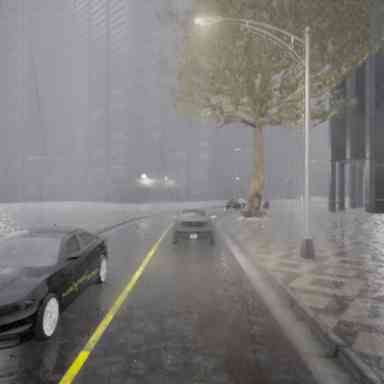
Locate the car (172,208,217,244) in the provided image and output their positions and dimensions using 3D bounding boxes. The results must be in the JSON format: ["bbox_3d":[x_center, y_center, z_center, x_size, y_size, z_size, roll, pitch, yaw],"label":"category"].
[{"bbox_3d":[0.114,1.533,15.887,1.837,1.490,4.892,0,1,1],"label":"car"}]

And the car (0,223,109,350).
[{"bbox_3d":[-3.085,1.494,6.719,1.882,1.535,5.008,0,1,0],"label":"car"}]

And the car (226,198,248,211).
[{"bbox_3d":[5.780,1.527,41.634,1.837,1.490,4.892,-1,0,27],"label":"car"}]
